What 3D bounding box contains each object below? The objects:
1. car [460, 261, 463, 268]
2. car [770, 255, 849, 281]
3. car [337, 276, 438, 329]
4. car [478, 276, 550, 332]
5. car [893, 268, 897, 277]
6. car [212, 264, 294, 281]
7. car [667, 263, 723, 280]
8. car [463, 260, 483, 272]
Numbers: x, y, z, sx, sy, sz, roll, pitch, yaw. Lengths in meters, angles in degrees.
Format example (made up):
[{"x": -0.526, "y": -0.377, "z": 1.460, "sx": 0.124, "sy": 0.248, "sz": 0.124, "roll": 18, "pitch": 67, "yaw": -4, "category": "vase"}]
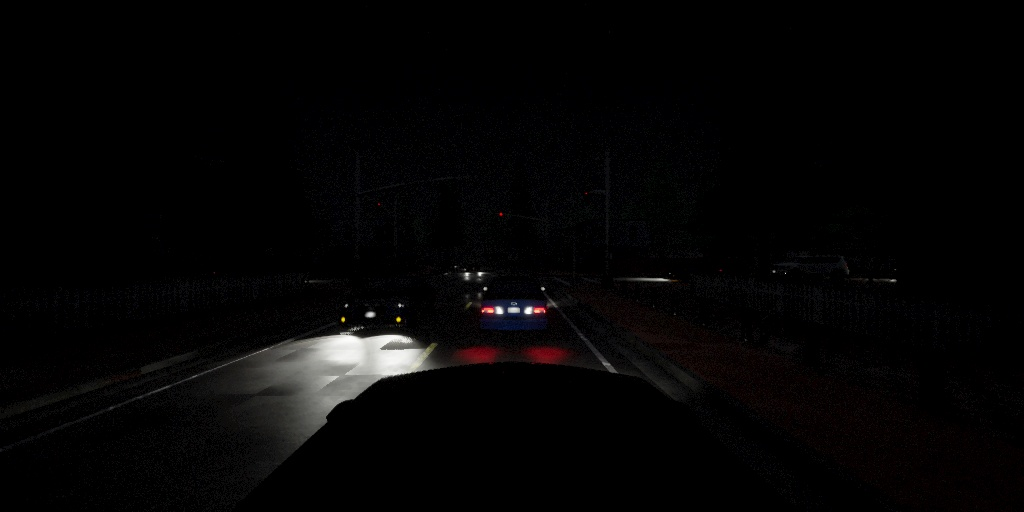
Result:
[{"x": -7.060, "y": 1.263, "z": 57.304, "sx": 2.033, "sy": 1.411, "sz": 5.357, "roll": 0, "pitch": 0, "yaw": -17, "category": "car"}, {"x": 24.678, "y": 0.956, "z": 29.915, "sx": 5.566, "sy": 2.045, "sz": 2.150, "roll": 0, "pitch": 0, "yaw": 1, "category": "car"}, {"x": -3.616, "y": 1.314, "z": 11.154, "sx": 1.994, "sy": 1.385, "sz": 4.181, "roll": 0, "pitch": 0, "yaw": 0, "category": "car"}, {"x": 0.062, "y": 1.297, "z": 10.777, "sx": 2.033, "sy": 1.411, "sz": 5.357, "roll": 0, "pitch": 0, "yaw": 0, "category": "car"}, {"x": 34.524, "y": 1.087, "z": 29.607, "sx": 4.553, "sy": 1.767, "sz": 2.097, "roll": 0, "pitch": 0, "yaw": 2, "category": "car"}, {"x": -19.844, "y": 1.282, "z": 27.518, "sx": 5.357, "sy": 1.411, "sz": 2.033, "roll": 0, "pitch": 0, "yaw": 2, "category": "car"}, {"x": 15.313, "y": 1.298, "z": 30.194, "sx": 4.181, "sy": 1.385, "sz": 1.994, "roll": 0, "pitch": 0, "yaw": 2, "category": "car"}, {"x": -4.780, "y": 1.220, "z": 44.704, "sx": 1.837, "sy": 1.490, "sz": 4.892, "roll": 0, "pitch": 0, "yaw": -6, "category": "car"}]
